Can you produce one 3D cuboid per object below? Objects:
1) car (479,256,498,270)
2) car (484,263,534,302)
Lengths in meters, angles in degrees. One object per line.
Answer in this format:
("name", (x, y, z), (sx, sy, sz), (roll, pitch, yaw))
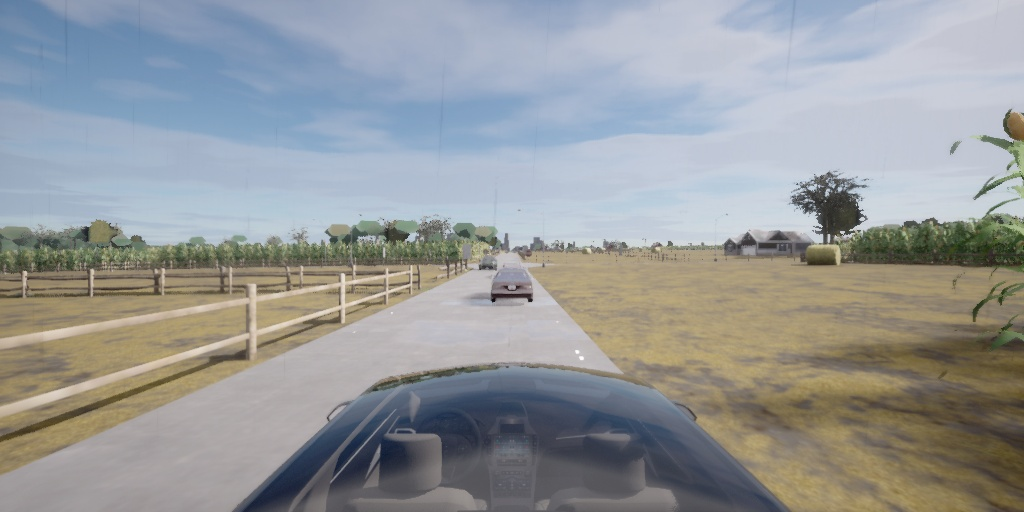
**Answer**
("car", (-2.750, 0.785, 42.520), (2.097, 1.767, 4.553), (0, 1, 0))
("car", (0.000, 1.253, 16.497), (2.033, 1.411, 5.357), (0, 0, 0))
